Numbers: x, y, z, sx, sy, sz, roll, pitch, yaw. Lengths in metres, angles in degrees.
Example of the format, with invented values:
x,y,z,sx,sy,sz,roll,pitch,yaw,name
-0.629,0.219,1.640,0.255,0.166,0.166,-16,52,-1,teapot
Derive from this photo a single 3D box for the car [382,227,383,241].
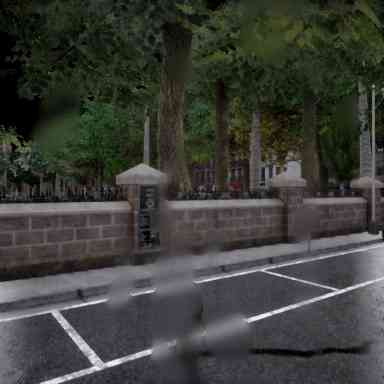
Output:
x,y,z,sx,sy,sz,roll,pitch,yaw,name
9.786,1.310,13.538,5.009,1.841,2.192,0,0,-36,car
